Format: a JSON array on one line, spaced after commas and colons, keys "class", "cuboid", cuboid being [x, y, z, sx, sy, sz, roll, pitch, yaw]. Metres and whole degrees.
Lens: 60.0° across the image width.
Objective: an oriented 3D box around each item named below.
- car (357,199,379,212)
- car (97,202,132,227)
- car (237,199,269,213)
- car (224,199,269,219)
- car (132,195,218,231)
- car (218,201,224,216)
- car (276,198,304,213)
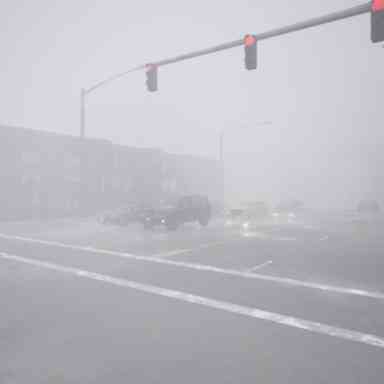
[{"class": "car", "cuboid": [20.306, 1.538, 38.294, 2.033, 1.411, 5.357, 0, 0, 35]}, {"class": "car", "cuboid": [-4.164, 1.454, 22.535, 2.128, 1.511, 4.902, 0, 0, 36]}, {"class": "car", "cuboid": [7.094, 1.530, 38.168, 1.994, 1.385, 4.181, 0, 0, 36]}, {"class": "car", "cuboid": [5.089, 1.450, 29.407, 1.882, 1.535, 5.008, 0, 0, 36]}, {"class": "car", "cuboid": [-0.874, 1.192, 21.108, 2.150, 2.045, 5.566, 0, 0, 36]}, {"class": "car", "cuboid": [1.284, 1.469, 30.111, 1.837, 1.490, 4.892, 0, 0, 36]}, {"class": "car", "cuboid": [11.136, 1.452, 37.773, 1.882, 1.535, 5.008, 0, 0, 36]}]
